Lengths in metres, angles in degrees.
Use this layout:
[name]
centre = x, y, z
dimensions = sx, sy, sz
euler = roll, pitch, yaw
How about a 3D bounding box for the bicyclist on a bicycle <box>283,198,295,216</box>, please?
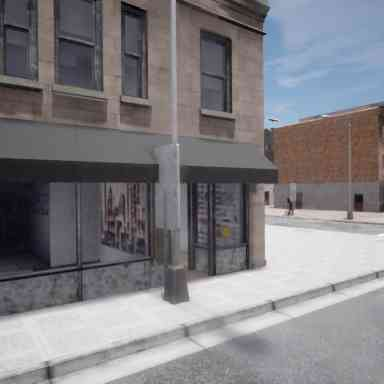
[bicyclist on a bicycle]
centre = 8.946, 1.375, 30.642
dimensions = 1.656, 1.620, 0.582
euler = -1, 1, -35
